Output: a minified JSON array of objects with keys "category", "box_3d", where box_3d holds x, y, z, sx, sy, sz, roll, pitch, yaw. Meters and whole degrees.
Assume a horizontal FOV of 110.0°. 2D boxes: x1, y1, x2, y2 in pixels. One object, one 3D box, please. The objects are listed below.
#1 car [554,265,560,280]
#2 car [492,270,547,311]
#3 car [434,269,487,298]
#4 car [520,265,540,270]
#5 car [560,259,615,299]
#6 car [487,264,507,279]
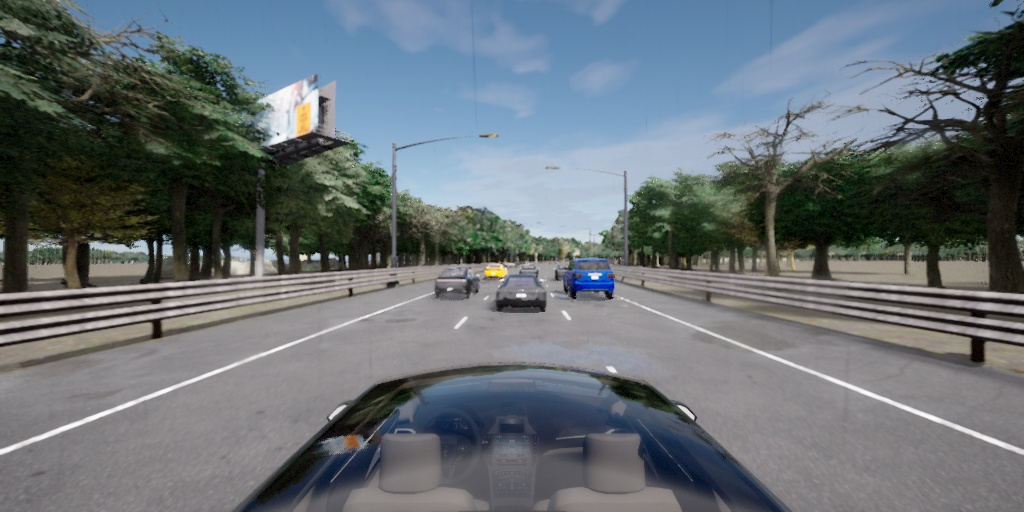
[{"category":"car","box_3d":[5.277,1.614,36.203,2.128,1.511,4.902,0,-1,5]},{"category":"car","box_3d":[0.418,1.458,15.315,1.994,1.385,4.181,0,-1,2]},{"category":"car","box_3d":[-2.890,1.431,19.744,2.128,1.511,4.902,0,-1,3]},{"category":"car","box_3d":[1.770,1.613,36.308,2.128,1.511,4.902,0,-1,5]},{"category":"car","box_3d":[4.115,1.166,19.885,2.150,2.045,5.566,0,-1,3]},{"category":"car","box_3d":[-1.621,1.611,37.632,1.882,1.535,5.008,0,-1,5]}]
